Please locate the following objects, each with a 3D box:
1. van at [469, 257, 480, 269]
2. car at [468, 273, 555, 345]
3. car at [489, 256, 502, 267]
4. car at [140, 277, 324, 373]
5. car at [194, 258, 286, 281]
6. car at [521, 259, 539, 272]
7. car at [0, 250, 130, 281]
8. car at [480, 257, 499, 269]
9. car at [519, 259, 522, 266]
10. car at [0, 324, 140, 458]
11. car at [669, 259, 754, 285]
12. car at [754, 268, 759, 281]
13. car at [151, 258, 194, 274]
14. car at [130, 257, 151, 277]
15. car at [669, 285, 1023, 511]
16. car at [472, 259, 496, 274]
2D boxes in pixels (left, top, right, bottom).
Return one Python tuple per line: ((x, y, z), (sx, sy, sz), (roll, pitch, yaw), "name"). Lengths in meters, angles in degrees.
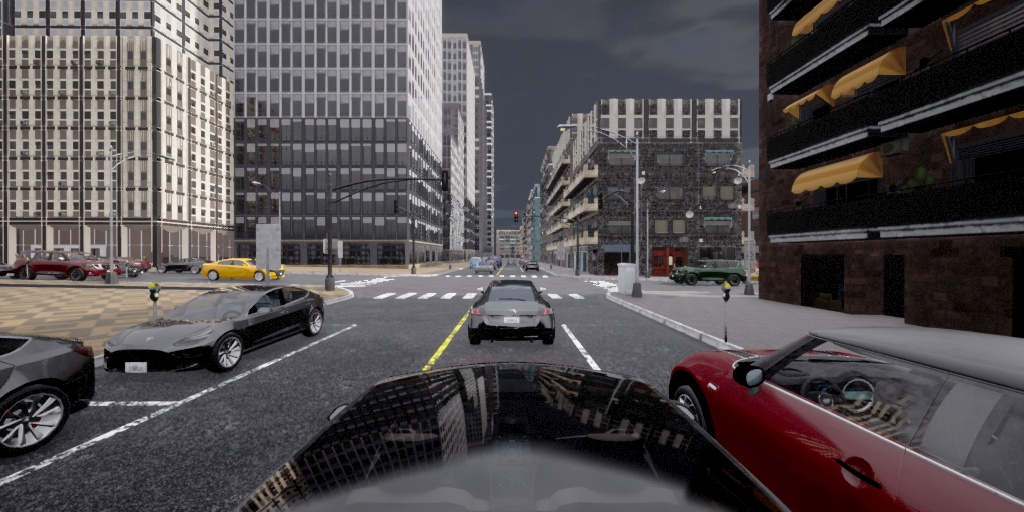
((-5.812, 1.097, 57.221), (1.690, 1.789, 3.998), (0, 0, 0), "van")
((-0.013, 1.314, 9.540), (1.994, 1.385, 4.181), (0, 0, 0), "car")
((-3.205, 0.980, 62.318), (2.150, 2.045, 5.566), (0, 0, 0), "car")
((-5.699, 1.315, 7.610), (1.948, 1.339, 4.313), (0, 0, 0), "car")
((-18.515, 0.913, 24.840), (5.008, 1.535, 1.882), (1, 0, -1), "car")
((2.592, 1.320, 47.274), (1.948, 1.339, 4.313), (0, 0, 0), "car")
((-27.428, 0.591, 22.129), (5.009, 1.841, 2.192), (0, 0, -1), "car")
((-3.205, 1.260, 51.845), (1.837, 1.490, 4.892), (0, 0, 0), "car")
((2.568, 1.302, 57.241), (1.888, 1.381, 4.507), (0, 0, 0), "car")
((-5.688, 1.316, 2.364), (1.948, 1.339, 4.313), (0, 0, 0), "car")
((15.524, 1.290, 28.499), (5.566, 2.045, 2.150), (1, 0, -1), "car")
((21.302, 1.698, 31.172), (4.829, 1.417, 1.751), (0, 0, -1), "car")
((-27.550, 0.816, 30.510), (4.313, 1.339, 1.948), (0, 0, -1), "car")
((-28.441, 0.754, 24.705), (4.892, 1.490, 1.837), (1, 0, -1), "car")
((2.693, 1.190, 2.384), (1.967, 1.591, 4.097), (0, 0, 0), "car")
((-3.187, 1.354, 41.855), (1.895, 1.301, 4.718), (0, 0, 0), "car")
